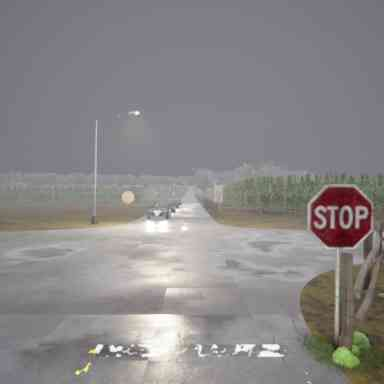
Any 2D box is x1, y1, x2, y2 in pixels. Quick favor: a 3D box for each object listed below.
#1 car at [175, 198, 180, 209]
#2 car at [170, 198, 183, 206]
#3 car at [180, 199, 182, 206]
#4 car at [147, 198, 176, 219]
[{"bbox_3d":[-2.882,1.704,39.843,2.033,1.411,5.357,0,0,0],"label":"car"},{"bbox_3d":[-2.843,1.868,61.888,2.033,1.411,5.357,0,-1,1],"label":"car"},{"bbox_3d":[-2.881,1.828,49.895,1.895,1.301,4.718,0,0,0],"label":"car"},{"bbox_3d":[-2.879,1.585,29.999,2.128,1.511,4.902,0,0,0],"label":"car"}]
